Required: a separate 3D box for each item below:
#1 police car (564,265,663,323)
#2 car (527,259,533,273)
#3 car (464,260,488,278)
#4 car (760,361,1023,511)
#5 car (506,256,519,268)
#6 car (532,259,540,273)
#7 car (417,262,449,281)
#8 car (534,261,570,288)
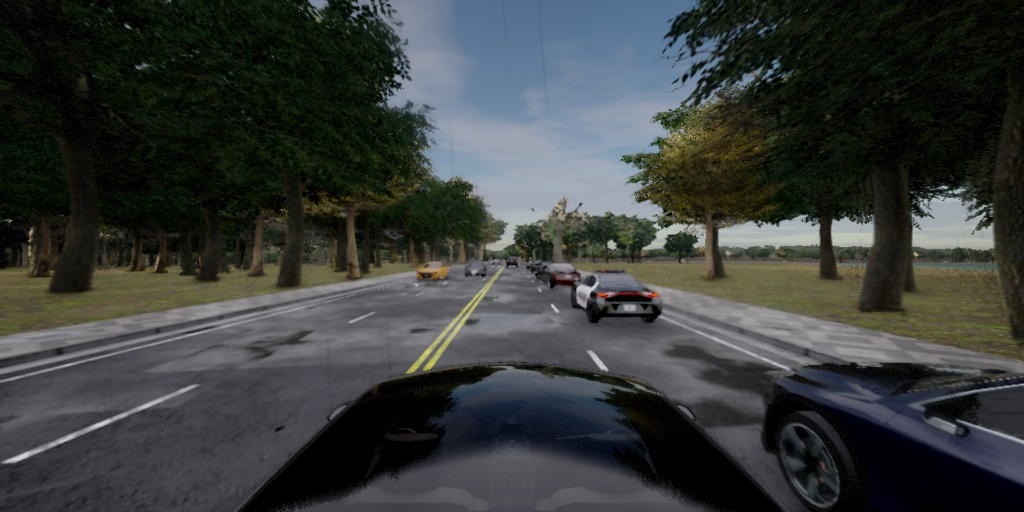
[{"bbox_3d":[3.255,1.255,12.302,2.038,1.542,4.974,0,0,0],"label":"police car"},{"bbox_3d":[3.269,1.294,45.304,1.837,1.490,4.892,0,0,0],"label":"car"},{"bbox_3d":[-3.326,1.264,33.889,2.128,1.511,4.902,0,0,0],"label":"car"},{"bbox_3d":[3.250,1.181,1.301,2.033,1.649,4.856,0,0,0],"label":"car"},{"bbox_3d":[0.027,1.090,64.648,2.150,2.045,5.566,0,0,0],"label":"car"},{"bbox_3d":[3.264,1.275,34.303,1.837,1.490,4.892,0,0,0],"label":"car"},{"bbox_3d":[-6.583,1.245,30.125,1.882,1.535,5.008,0,0,0],"label":"car"},{"bbox_3d":[3.094,1.262,23.756,2.163,1.488,4.792,0,0,-6],"label":"car"}]
